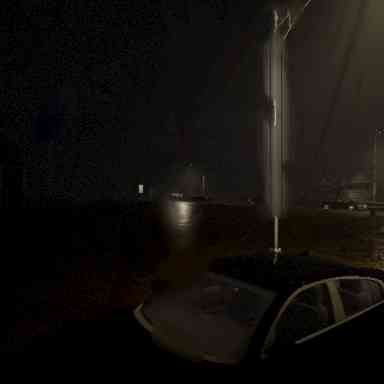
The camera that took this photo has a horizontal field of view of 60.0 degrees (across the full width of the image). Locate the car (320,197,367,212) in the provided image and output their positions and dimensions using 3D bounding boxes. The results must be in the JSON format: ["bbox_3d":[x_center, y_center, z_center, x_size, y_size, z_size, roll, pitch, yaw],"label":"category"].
[{"bbox_3d":[16.421,1.292,36.173,1.837,1.490,4.892,2,0,-35],"label":"car"}]

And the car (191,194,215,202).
[{"bbox_3d":[2.039,1.098,62.698,1.837,1.490,4.892,2,-1,-35],"label":"car"}]

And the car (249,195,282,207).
[{"bbox_3d":[9.964,1.161,45.293,1.837,1.490,4.892,2,0,-35],"label":"car"}]

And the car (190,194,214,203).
[{"bbox_3d":[1.778,1.127,56.882,1.895,1.301,4.718,2,-1,-35],"label":"car"}]

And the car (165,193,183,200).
[{"bbox_3d":[-4.001,0.954,71.225,1.895,1.301,4.718,2,-1,-35],"label":"car"}]

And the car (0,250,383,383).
[{"bbox_3d":[0.698,1.479,3.561,5.008,1.535,1.882,0,0,-35],"label":"car"}]
